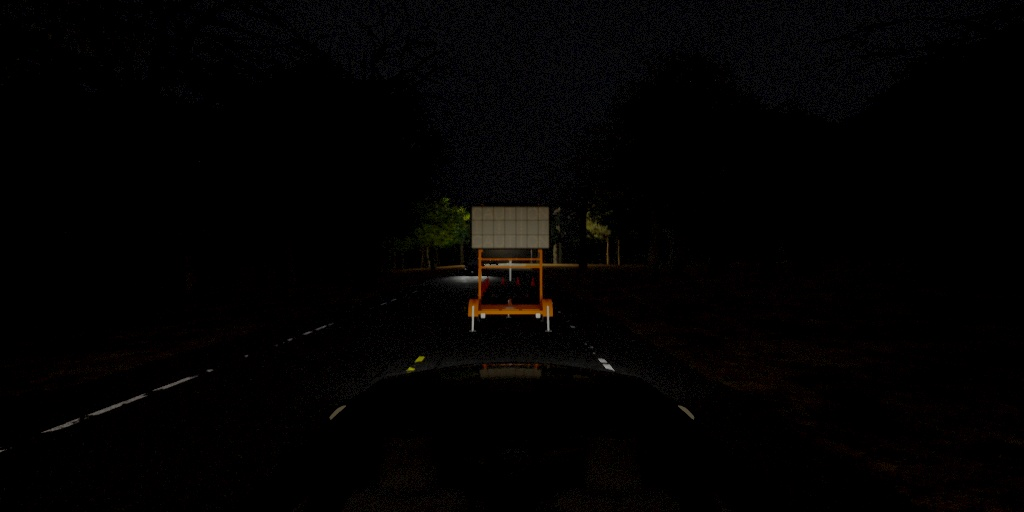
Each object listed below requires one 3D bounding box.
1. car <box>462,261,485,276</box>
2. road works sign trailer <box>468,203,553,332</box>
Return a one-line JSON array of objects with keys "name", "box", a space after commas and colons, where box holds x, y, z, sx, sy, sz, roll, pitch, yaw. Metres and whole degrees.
[{"name": "car", "box": [-3.781, 1.237, 36.318, 1.812, 1.442, 4.674, 0, 0, 0]}, {"name": "road works sign trailer", "box": [-0.047, 0.212, 10.856, 2.380, 3.560, 2.880, 0, 0, 0]}]
